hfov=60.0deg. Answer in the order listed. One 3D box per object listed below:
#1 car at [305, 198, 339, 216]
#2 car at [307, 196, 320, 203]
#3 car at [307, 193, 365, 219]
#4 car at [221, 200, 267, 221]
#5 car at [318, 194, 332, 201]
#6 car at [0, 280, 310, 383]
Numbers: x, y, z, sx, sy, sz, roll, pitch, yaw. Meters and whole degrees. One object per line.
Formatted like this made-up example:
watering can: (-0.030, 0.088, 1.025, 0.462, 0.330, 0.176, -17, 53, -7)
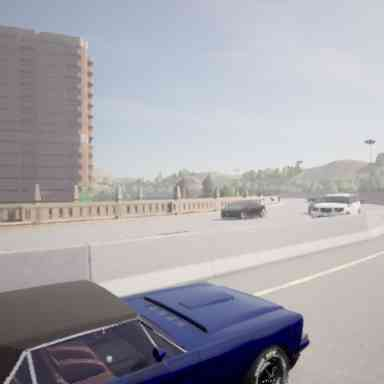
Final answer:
car: (12.863, 1.384, 32.697, 2.128, 1.511, 4.902, 0, 0, 34)
car: (23.343, 1.382, 64.102, 1.895, 1.301, 4.718, 0, 0, 15)
car: (10.465, 1.137, 23.795, 2.150, 2.045, 5.566, 0, 0, 40)
car: (4.308, 1.428, 27.368, 1.882, 1.535, 5.008, 0, 0, 40)
car: (28.166, 1.144, 70.443, 1.994, 1.385, 4.181, 0, 0, 9)
car: (-0.959, 1.605, 3.217, 4.718, 1.301, 1.895, 0, 0, -37)
